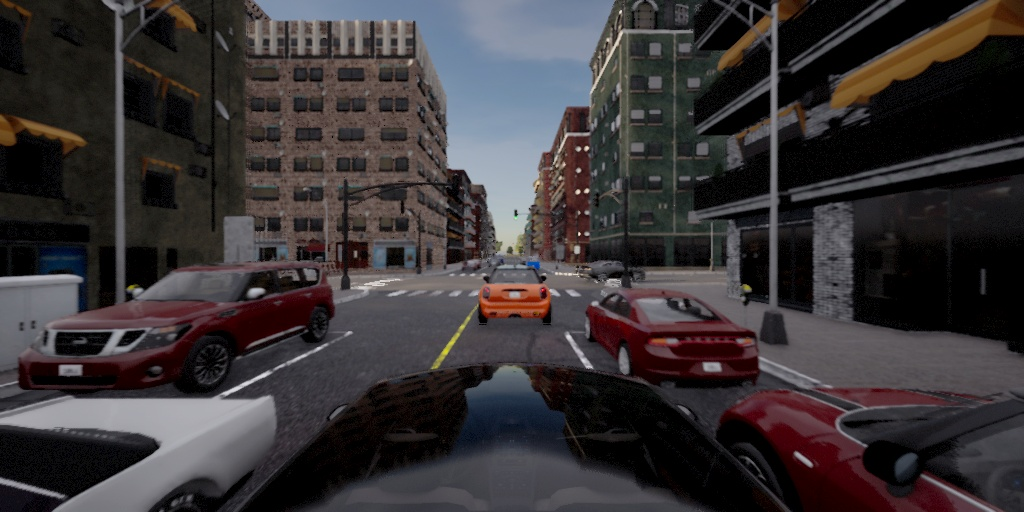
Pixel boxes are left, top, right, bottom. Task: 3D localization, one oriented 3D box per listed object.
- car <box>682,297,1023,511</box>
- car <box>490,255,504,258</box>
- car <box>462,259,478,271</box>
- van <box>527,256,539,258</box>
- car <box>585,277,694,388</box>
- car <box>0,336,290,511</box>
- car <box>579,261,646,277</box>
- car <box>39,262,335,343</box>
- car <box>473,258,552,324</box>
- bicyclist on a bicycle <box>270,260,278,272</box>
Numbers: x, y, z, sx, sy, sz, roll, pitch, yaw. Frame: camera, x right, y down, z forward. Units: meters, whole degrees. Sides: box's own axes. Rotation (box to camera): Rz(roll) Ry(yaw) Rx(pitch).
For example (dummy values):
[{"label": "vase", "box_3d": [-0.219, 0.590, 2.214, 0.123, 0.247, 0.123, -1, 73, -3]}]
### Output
[{"label": "car", "box_3d": [2.565, 1.192, 1.235, 1.967, 1.591, 4.097, 0, 0, 0]}, {"label": "car", "box_3d": [-2.793, 1.052, 56.899, 2.128, 1.511, 4.902, 0, 0, 0]}, {"label": "car", "box_3d": [-5.269, 1.185, 45.036, 1.802, 1.307, 4.207, 0, 0, 0]}, {"label": "van", "box_3d": [2.578, 0.945, 44.872, 1.690, 1.789, 3.998, 0, 0, 0]}, {"label": "car", "box_3d": [2.567, 1.279, 6.830, 1.888, 1.381, 4.507, 0, 0, 0]}, {"label": "car", "box_3d": [-2.843, 1.354, 0.658, 1.895, 1.301, 4.718, 0, 0, 0]}, {"label": "car", "box_3d": [7.191, 1.068, 25.532, 4.902, 1.511, 2.128, -1, 0, -16]}, {"label": "car", "box_3d": [-5.314, 1.048, 6.832, 2.192, 1.841, 5.009, 0, 0, 0]}, {"label": "car", "box_3d": [0.088, 1.069, 11.910, 2.097, 1.767, 4.553, 0, 0, 0]}, {"label": "bicyclist on a bicycle", "box_3d": [-22.720, 1.185, 33.988, 0.582, 1.620, 1.656, -1, 1, 0]}]
